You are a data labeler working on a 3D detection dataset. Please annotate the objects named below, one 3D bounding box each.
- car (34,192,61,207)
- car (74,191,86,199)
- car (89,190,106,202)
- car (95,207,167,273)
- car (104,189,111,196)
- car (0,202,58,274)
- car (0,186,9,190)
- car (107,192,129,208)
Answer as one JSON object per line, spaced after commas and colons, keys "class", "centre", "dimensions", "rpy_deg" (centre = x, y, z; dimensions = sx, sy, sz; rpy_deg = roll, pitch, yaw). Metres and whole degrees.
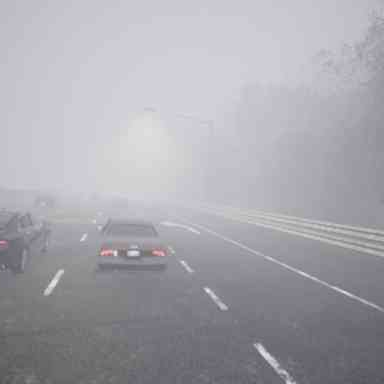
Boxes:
{"class": "car", "centre": [-14.314, 0.781, 33.132], "dimensions": [1.837, 1.490, 4.892], "rpy_deg": [4, 0, -13]}
{"class": "car", "centre": [-21.049, 0.548, 62.650], "dimensions": [2.033, 1.411, 5.357], "rpy_deg": [4, 0, -13]}
{"class": "car", "centre": [-15.435, 0.868, 53.749], "dimensions": [1.994, 1.385, 4.181], "rpy_deg": [4, 0, -13]}
{"class": "car", "centre": [-1.946, 1.475, 10.317], "dimensions": [2.033, 1.411, 5.357], "rpy_deg": [4, 0, -13]}
{"class": "car", "centre": [-24.266, 0.541, 92.474], "dimensions": [1.895, 1.301, 4.718], "rpy_deg": [4, 0, -13]}
{"class": "car", "centre": [-5.319, 1.222, 9.398], "dimensions": [1.837, 1.490, 4.892], "rpy_deg": [4, 0, -13]}
{"class": "car", "centre": [-28.767, -0.184, 49.304], "dimensions": [2.097, 1.767, 4.553], "rpy_deg": [4, 0, -12]}
{"class": "car", "centre": [-8.503, 1.152, 39.089], "dimensions": [2.128, 1.511, 4.902], "rpy_deg": [4, 0, -13]}
